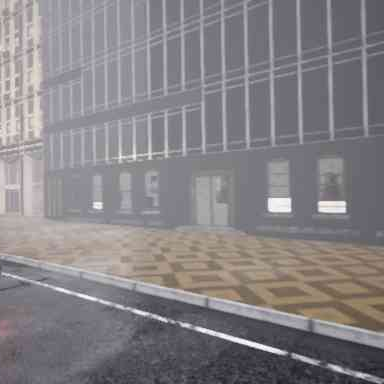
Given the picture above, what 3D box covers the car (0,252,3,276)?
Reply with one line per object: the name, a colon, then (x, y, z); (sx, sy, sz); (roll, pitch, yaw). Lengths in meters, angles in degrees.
car: (-6.536, 1.565, 8.347); (4.674, 1.442, 1.812); (0, 0, 35)
